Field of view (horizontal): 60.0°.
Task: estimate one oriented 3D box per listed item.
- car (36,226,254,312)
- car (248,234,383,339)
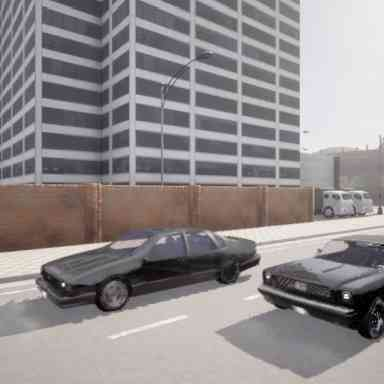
[{"bbox_3d":[-0.674,1.547,7.917,5.357,1.411,2.033,0,0,-38],"label":"car"},{"bbox_3d":[3.503,1.601,6.713,4.718,1.301,1.895,0,0,-38],"label":"car"}]
